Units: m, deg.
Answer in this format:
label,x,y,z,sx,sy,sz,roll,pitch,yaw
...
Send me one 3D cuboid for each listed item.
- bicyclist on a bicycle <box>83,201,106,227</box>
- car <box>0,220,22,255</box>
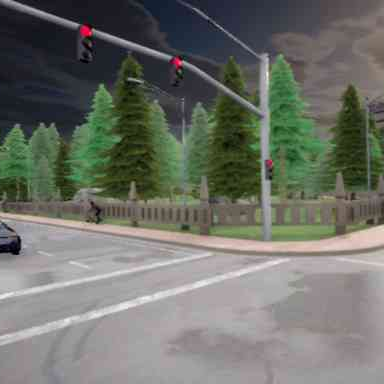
label,x,y,z,sx,sy,sz,roll,pitch,yaw
bicyclist on a bicycle,-6.331,1.412,21.605,1.656,1.620,0.582,-2,0,-44
car,-8.292,1.725,13.110,1.994,1.385,4.181,-1,0,-44
